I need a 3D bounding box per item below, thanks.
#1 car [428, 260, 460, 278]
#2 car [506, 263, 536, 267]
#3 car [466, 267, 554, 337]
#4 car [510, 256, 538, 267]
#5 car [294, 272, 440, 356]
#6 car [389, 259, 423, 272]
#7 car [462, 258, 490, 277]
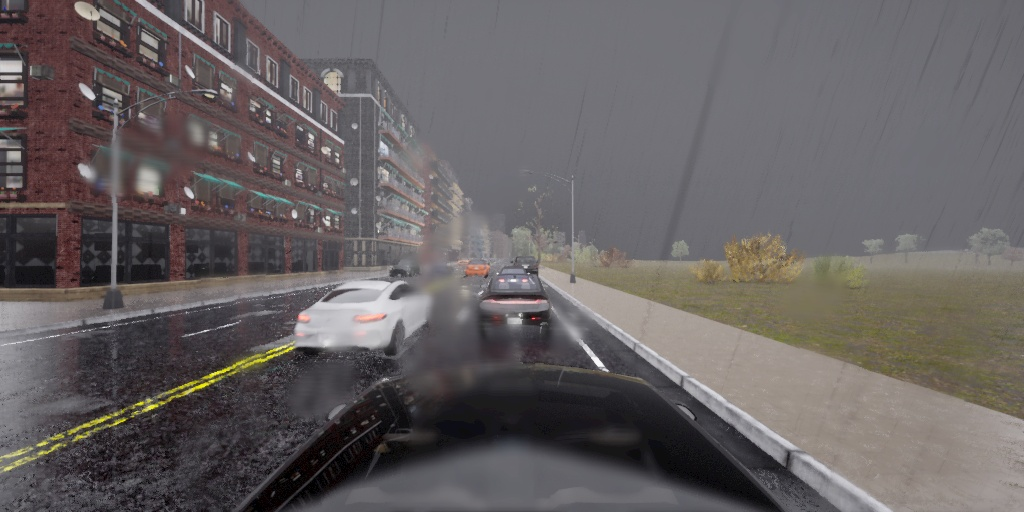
[{"bbox_3d":[-6.671,1.301,34.650,2.033,1.411,5.357,0,0,0],"label":"car"},{"bbox_3d":[0.065,1.300,20.785,2.033,1.411,5.357,0,0,0],"label":"car"},{"bbox_3d":[0.083,1.243,10.345,2.128,1.511,4.902,0,0,0],"label":"car"},{"bbox_3d":[1.076,0.978,30.997,2.150,2.045,5.566,0,0,0],"label":"car"},{"bbox_3d":[-3.165,1.277,8.497,1.812,1.442,4.674,0,0,0],"label":"car"},{"bbox_3d":[-9.919,1.105,33.753,2.097,1.767,4.553,0,0,0],"label":"car"},{"bbox_3d":[-3.217,1.106,34.389,2.097,1.767,4.553,0,0,0],"label":"car"}]
